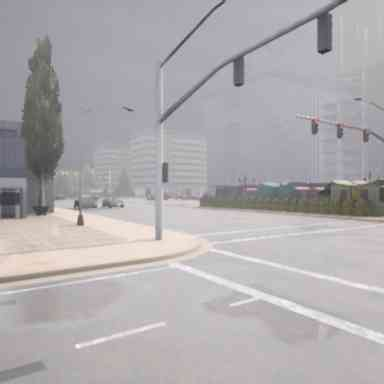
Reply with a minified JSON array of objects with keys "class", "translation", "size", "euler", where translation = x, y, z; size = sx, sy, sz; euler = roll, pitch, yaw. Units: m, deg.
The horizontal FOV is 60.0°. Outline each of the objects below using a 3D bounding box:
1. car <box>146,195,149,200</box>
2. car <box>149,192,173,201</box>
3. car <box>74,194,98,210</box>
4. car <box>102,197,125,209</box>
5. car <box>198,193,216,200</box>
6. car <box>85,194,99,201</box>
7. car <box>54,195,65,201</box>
[{"class":"car","translation":[-8.896,1.092,81.302],"size":[4.605,1.855,1.932],"euler":[0,0,-34]},{"class":"car","translation":[-7.323,1.095,78.872],"size":[3.866,1.878,1.905],"euler":[0,0,-34]},{"class":"car","translation":[-13.594,1.331,42.442],"size":[2.097,1.767,4.553],"euler":[0,0,-32]},{"class":"car","translation":[-10.520,1.465,44.127],"size":[2.128,1.511,4.902],"euler":[0,0,-32]},{"class":"car","translation":[3.677,1.095,62.621],"size":[3.866,1.878,1.905],"euler":[0,0,-34]},{"class":"car","translation":[-23.174,1.299,76.971],"size":[1.837,1.490,4.892],"euler":[0,0,-34]},{"class":"car","translation":[-35.052,1.443,88.157],"size":[1.882,1.535,5.008],"euler":[0,0,-35]}]
